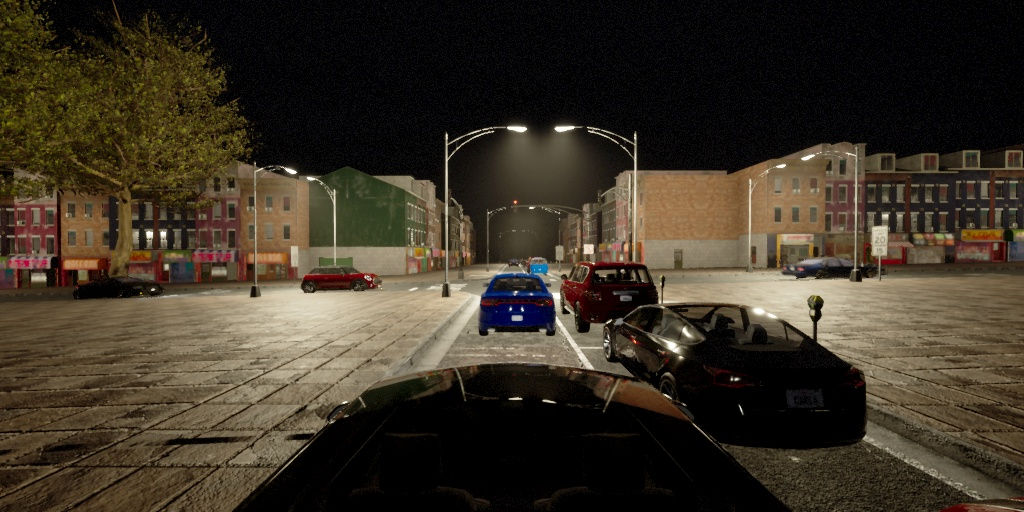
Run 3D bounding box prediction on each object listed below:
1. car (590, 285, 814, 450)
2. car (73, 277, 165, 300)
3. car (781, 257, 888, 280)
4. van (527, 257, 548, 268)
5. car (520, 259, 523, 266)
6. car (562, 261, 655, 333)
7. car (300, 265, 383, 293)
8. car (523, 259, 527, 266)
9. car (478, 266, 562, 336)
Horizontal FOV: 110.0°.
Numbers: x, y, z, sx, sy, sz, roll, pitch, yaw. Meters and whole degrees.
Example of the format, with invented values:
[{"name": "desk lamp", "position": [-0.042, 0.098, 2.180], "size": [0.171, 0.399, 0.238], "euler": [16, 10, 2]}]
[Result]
[{"name": "car", "position": [2.646, 1.315, 5.293], "size": [1.948, 1.339, 4.313], "euler": [0, 0, 0]}, {"name": "car", "position": [-24.565, 1.994, 22.507], "size": [4.181, 1.385, 1.994], "euler": [-2, 1, -1]}, {"name": "car", "position": [19.985, 0.787, 22.392], "size": [5.357, 1.411, 2.033], "euler": [-1, 1, 0]}, {"name": "van", "position": [2.760, 1.104, 37.056], "size": [1.690, 1.789, 3.998], "euler": [0, 0, 0]}, {"name": "car", "position": [2.856, 1.356, 64.087], "size": [2.007, 1.370, 4.403], "euler": [0, 0, 0]}, {"name": "car", "position": [2.666, 1.064, 10.695], "size": [2.192, 1.841, 5.009], "euler": [0, 0, 0]}, {"name": "car", "position": [-10.576, 1.369, 22.472], "size": [4.553, 1.767, 2.097], "euler": [-2, 1, 0]}, {"name": "car", "position": [2.779, 1.084, 42.462], "size": [2.192, 1.841, 5.009], "euler": [0, 0, 0]}, {"name": "car", "position": [0.144, 1.227, 10.419], "size": [1.882, 1.535, 5.008], "euler": [0, 0, 1]}]
